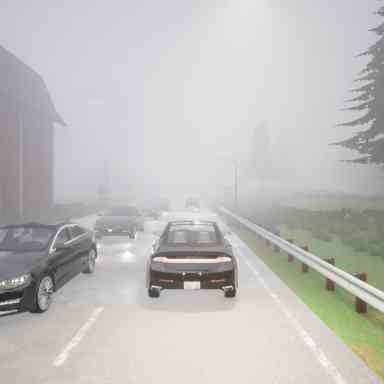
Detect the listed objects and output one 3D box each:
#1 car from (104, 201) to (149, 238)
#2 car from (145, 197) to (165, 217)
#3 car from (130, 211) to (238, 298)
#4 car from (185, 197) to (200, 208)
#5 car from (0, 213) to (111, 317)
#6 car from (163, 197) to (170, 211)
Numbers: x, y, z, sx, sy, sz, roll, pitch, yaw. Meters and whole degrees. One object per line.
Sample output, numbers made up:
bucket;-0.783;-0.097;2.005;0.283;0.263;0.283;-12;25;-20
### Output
car;-3.598;1.442;17.092;1.837;1.490;4.892;0;0;0
car;-3.594;1.424;27.357;1.812;1.442;4.674;0;0;0
car;0.001;1.464;8.440;2.128;1.511;4.902;0;0;0
car;0.081;1.385;44.405;2.033;1.411;5.357;0;0;0
car;-3.600;1.464;7.621;2.128;1.511;4.902;0;0;0
car;-3.553;1.337;37.845;1.882;1.535;5.008;0;0;0
